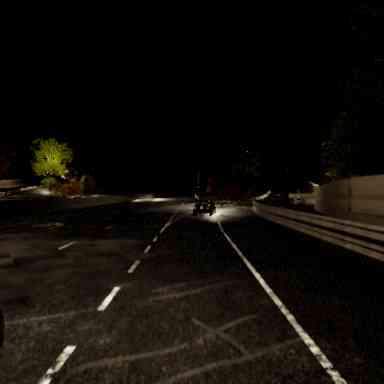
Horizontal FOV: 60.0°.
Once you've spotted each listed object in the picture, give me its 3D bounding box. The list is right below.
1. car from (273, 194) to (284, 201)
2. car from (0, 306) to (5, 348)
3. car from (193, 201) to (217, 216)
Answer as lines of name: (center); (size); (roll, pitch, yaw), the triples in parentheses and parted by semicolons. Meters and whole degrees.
car: (22.832, 1.670, 88.154); (2.097, 1.767, 4.553); (0, 3, 20)
car: (-3.399, 1.505, 2.472); (1.837, 1.490, 4.892); (0, 0, 0)
car: (1.338, 1.560, 33.284); (2.033, 1.411, 5.357); (0, -1, 10)
